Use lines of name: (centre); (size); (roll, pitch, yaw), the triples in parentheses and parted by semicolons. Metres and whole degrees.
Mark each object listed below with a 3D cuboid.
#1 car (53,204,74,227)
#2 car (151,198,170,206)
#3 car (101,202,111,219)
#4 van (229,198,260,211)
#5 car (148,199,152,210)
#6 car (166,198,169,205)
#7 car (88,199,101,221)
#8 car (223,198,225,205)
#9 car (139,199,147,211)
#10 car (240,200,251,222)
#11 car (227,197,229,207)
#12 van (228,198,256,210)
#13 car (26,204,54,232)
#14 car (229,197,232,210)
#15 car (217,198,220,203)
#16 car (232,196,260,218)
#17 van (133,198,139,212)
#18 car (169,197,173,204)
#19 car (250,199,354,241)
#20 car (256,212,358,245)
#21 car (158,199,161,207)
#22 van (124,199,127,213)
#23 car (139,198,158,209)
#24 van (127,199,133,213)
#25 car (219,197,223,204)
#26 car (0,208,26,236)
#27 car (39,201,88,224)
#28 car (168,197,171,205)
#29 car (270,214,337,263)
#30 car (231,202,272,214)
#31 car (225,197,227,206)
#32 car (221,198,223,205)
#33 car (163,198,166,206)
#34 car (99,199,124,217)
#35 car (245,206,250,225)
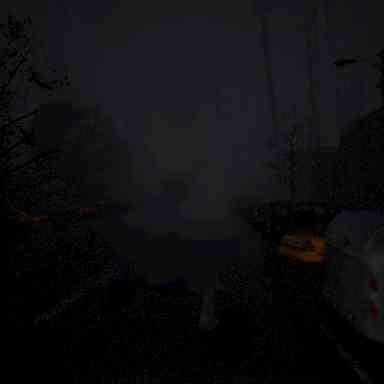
car: (-11.711, 1.909, 25.131); (4.792, 1.488, 2.163); (-1, -1, -16)
car: (-8.060, 2.556, 84.831); (4.553, 1.767, 2.185); (-1, -1, -18)
car: (-11.062, 2.044, 34.440); (4.674, 1.452, 2.002); (0, -1, -16)
van: (8.415, 2.019, 53.107); (4.442, 1.987, 1.878); (1, 0, -16)
car: (-9.547, 2.311, 55.230); (4.792, 1.488, 2.163); (-1, -1, -16)
car: (-8.362, 2.591, 75.941); (4.792, 1.488, 2.163); (-1, -1, -17)
car: (-11.245, 1.839, 31.476); (4.553, 1.767, 2.185); (0, -1, -16)
car: (9.514, 2.444, 68.177); (4.892, 1.521, 2.231); (1, -1, -17)
car: (-9.819, 2.198, 49.336); (5.366, 1.575, 1.946); (0, -1, -16)
car: (6.531, 1.765, 26.159); (4.553, 1.767, 2.185); (1, -1, -16)
car: (7.684, 1.838, 41.167); (5.566, 2.045, 2.435); (1, -1, -16)
van: (8.838, 2.098, 59.117); (4.442, 1.987, 1.878); (1, 0, -16)
car: (-12.160, 1.833, 21.680); (5.366, 1.575, 1.946); (-1, -1, -16)
car: (7.200, 1.758, 35.145); (5.566, 2.045, 2.435); (1, 0, -16)
car: (10.261, 2.424, 86.275); (5.566, 2.045, 2.435); (1, -1, -19)
car: (6.762, 1.679, 29.148); (5.566, 2.045, 2.435); (1, 0, -16)
van: (-10.102, 1.936, 46.353); (4.442, 1.987, 1.878); (-1, -1, -16)
car: (-8.104, 2.641, 81.874); (5.008, 1.535, 2.097); (-1, -1, -18)
car: (5.674, 1.470, 14.148); (5.566, 2.045, 2.435); (1, -1, -16)
car: (5.875, 1.809, 17.137); (4.674, 1.452, 2.002); (1, 0, -16)
car: (-8.987, 2.357, 61.208); (5.366, 1.575, 1.946); (0, -1, -16)
van: (-10.524, 1.857, 40.413); (4.442, 1.987, 1.878); (-1, -1, -16)
car: (-9.395, 2.071, 58.179); (5.566, 2.045, 2.435); (-1, -1, -16)
van: (-10.313, 1.896, 43.382); (4.442, 1.987, 1.878); (-1, -1, -16)
car: (10.208, 2.637, 83.264); (5.008, 1.535, 2.097); (1, 0, -19)
car: (-12.225, 1.790, 18.352); (4.892, 1.521, 2.231); (-1, -1, -16)
car: (-11.522, 1.800, 28.498); (4.553, 1.767, 2.185); (-1, -1, -16)
car: (-8.183, 2.630, 78.930); (4.792, 1.488, 2.163); (-1, -1, -18)
car: (5.595, 1.666, 11.168); (5.366, 1.575, 1.946); (1, -1, -16)
car: (7.876, 2.128, 44.146); (5.008, 1.535, 2.097); (1, 0, -16)
car: (8.118, 1.917, 47.159); (5.566, 2.045, 2.435); (1, -1, -16)
car: (9.979, 2.559, 77.231); (5.008, 1.535, 2.097); (1, -1, -18)
car: (-8.613, 2.481, 70.036); (5.008, 1.535, 2.097); (0, -1, -17)
car: (-10.877, 1.793, 37.400); (5.566, 2.045, 2.435); (0, -1, -16)
car: (6.110, 1.812, 20.154); (5.008, 1.535, 2.097); (1, 0, -16)
